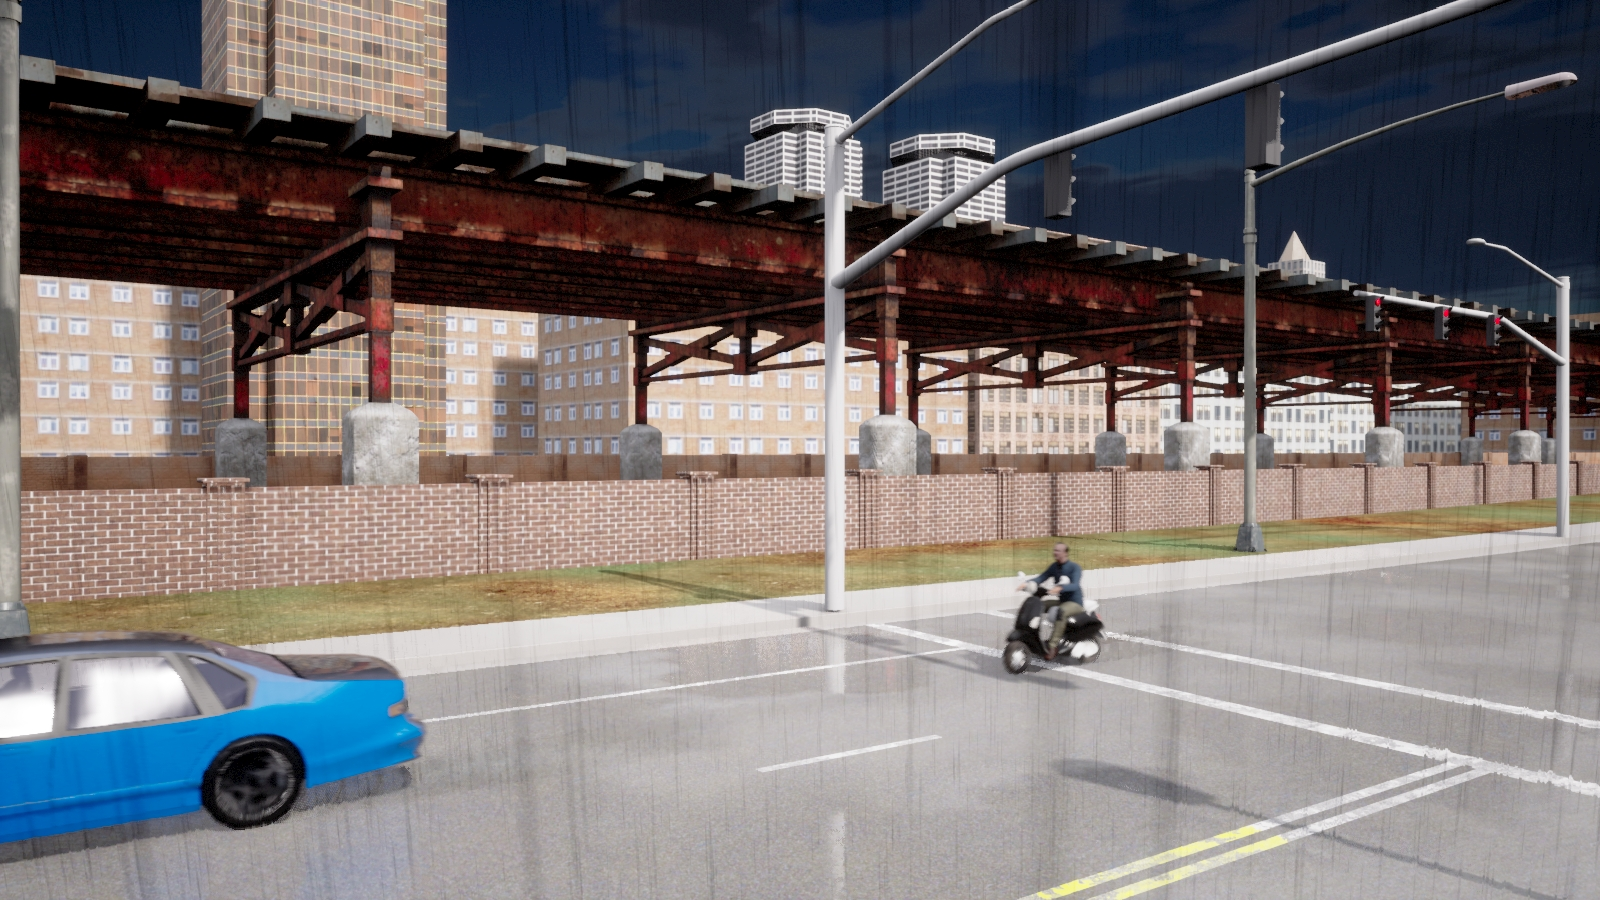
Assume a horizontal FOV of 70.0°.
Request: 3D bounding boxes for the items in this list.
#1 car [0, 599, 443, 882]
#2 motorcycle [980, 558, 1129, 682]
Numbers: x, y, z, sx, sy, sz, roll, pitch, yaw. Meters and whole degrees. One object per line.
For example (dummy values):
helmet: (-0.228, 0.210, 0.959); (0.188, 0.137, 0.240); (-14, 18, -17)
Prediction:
car: (-5.617, 2.106, 8.397); (5.357, 1.411, 2.033); (0, 0, -35)
motorcycle: (3.269, 2.129, 14.632); (1.805, 1.341, 0.856); (0, 0, -35)
